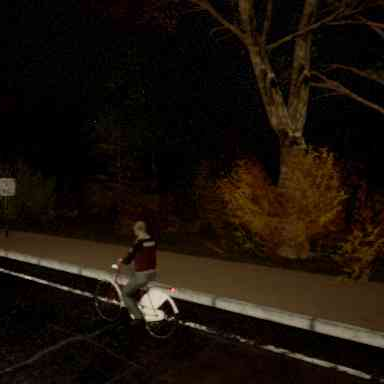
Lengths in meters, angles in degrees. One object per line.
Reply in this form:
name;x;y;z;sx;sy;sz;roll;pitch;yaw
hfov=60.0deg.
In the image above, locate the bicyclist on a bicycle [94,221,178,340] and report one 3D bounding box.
bicyclist on a bicycle;-0.971;1.336;5.311;1.843;1.776;0.659;1;1;35
